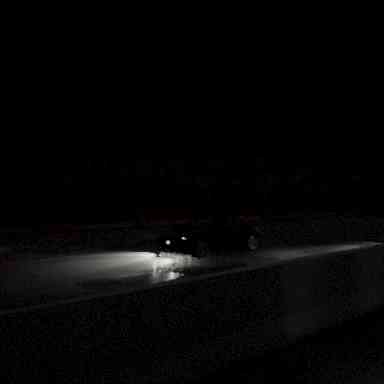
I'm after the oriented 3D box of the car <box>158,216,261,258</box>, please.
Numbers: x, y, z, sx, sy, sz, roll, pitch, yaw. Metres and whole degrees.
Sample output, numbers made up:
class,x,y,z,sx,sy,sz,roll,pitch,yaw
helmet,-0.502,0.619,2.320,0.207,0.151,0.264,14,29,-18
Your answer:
class,x,y,z,sx,sy,sz,roll,pitch,yaw
car,0.766,1.647,13.140,4.181,1.385,1.994,1,0,-36
